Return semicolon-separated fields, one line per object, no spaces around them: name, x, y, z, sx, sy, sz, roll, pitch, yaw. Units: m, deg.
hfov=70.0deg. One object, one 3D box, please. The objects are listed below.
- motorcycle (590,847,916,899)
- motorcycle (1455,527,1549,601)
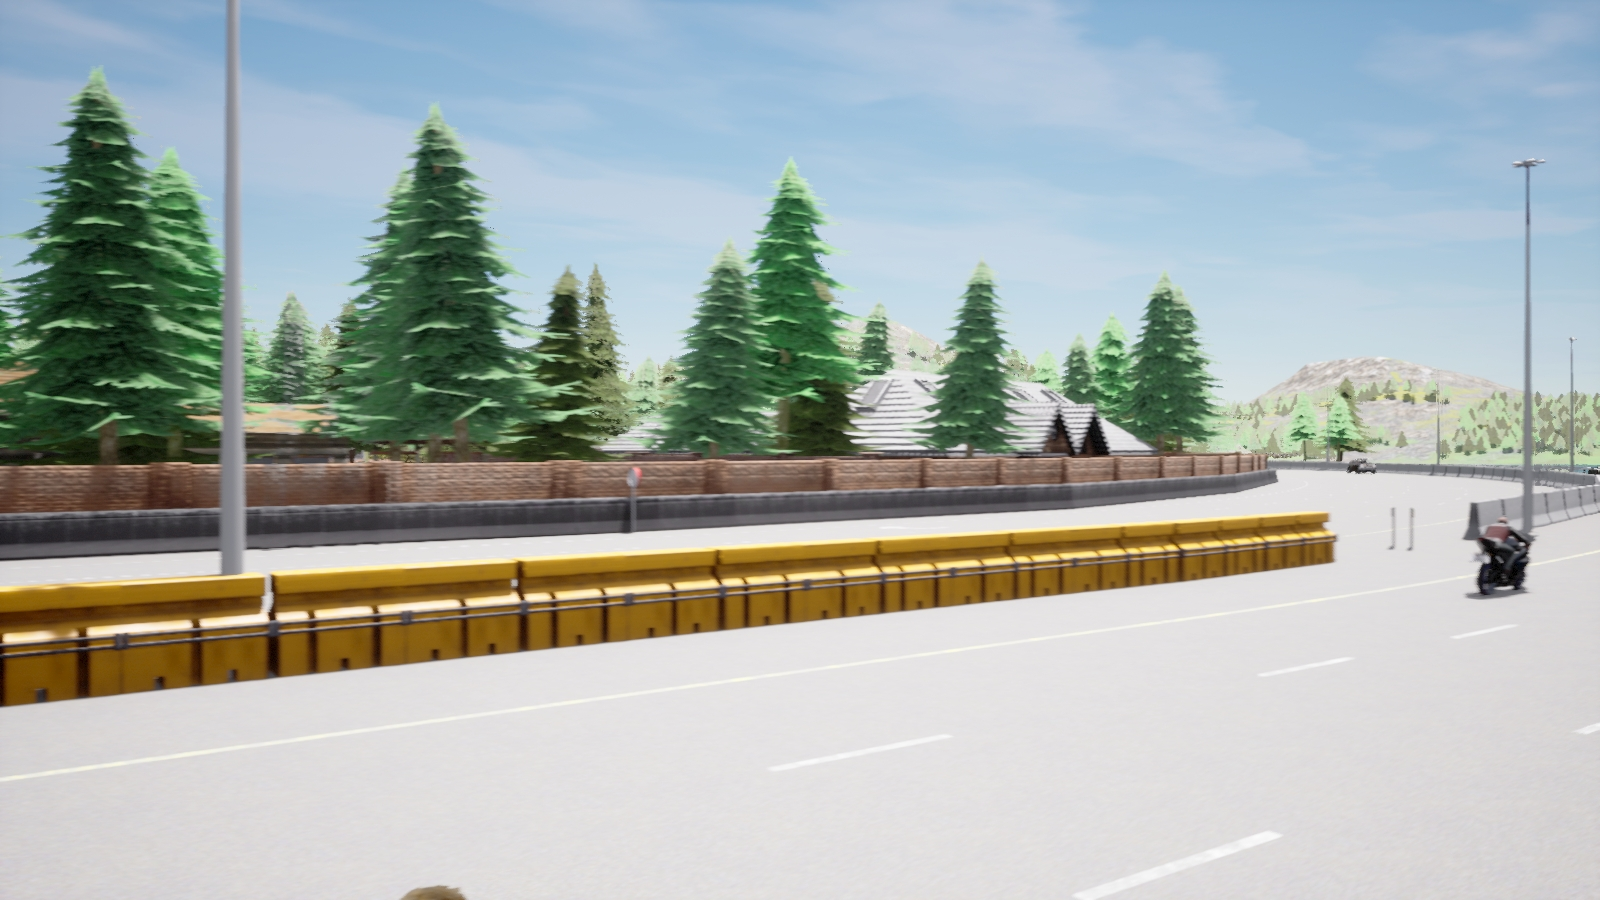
motorcycle;-0.715;2.146;3.286;2.356;1.325;0.764;0;0;-35
motorcycle;13.783;2.205;22.413;2.209;1.251;0.867;0;0;-38
